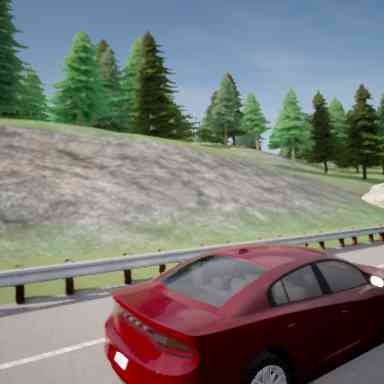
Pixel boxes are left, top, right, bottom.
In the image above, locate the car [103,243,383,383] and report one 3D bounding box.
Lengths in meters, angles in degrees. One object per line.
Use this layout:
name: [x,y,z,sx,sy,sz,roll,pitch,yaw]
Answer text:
car: [1.321,1.481,4.688,5.008,1.535,1.882,0,0,-35]
